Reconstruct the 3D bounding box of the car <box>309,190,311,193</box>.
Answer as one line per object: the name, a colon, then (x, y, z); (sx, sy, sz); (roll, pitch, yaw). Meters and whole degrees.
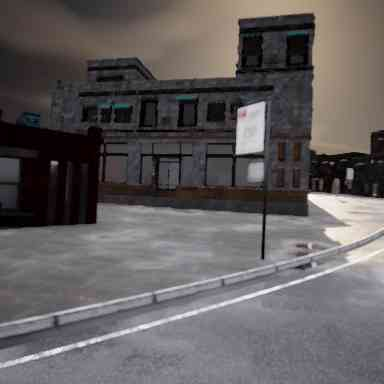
car: (19.564, -0.431, 61.108); (2.033, 1.411, 5.357); (3, 3, -19)
